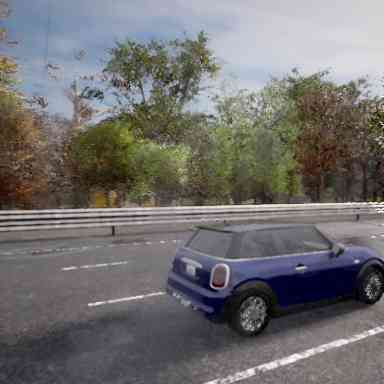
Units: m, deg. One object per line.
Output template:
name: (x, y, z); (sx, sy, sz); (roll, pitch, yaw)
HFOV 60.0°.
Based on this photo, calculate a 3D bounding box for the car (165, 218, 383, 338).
car: (1.832, 1.351, 6.750); (4.553, 1.767, 2.097); (0, 0, -29)
